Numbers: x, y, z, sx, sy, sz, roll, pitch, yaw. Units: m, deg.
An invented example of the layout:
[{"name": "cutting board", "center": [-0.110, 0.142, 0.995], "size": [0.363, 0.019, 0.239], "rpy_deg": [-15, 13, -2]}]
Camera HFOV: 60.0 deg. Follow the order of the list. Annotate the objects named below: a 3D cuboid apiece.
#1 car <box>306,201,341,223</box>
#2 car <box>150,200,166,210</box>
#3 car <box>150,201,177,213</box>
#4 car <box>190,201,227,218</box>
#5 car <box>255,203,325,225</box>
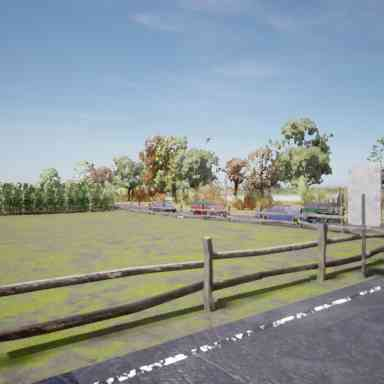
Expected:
[{"name": "car", "center": [10.182, 1.559, 27.893], "size": [2.097, 1.767, 4.553], "rpy_deg": [-1, 0, -35]}, {"name": "car", "center": [-5.708, 2.156, 55.365], "size": [1.812, 1.442, 4.674], "rpy_deg": [-1, 0, -17]}, {"name": "car", "center": [-3.884, 2.065, 43.896], "size": [2.033, 1.411, 5.357], "rpy_deg": [-1, 0, -29]}, {"name": "car", "center": [1.705, 1.731, 35.043], "size": [2.097, 1.767, 4.553], "rpy_deg": [-1, 0, -33]}, {"name": "car", "center": [7.468, 1.786, 26.649], "size": [2.033, 1.411, 5.357], "rpy_deg": [-1, 0, -35]}]
